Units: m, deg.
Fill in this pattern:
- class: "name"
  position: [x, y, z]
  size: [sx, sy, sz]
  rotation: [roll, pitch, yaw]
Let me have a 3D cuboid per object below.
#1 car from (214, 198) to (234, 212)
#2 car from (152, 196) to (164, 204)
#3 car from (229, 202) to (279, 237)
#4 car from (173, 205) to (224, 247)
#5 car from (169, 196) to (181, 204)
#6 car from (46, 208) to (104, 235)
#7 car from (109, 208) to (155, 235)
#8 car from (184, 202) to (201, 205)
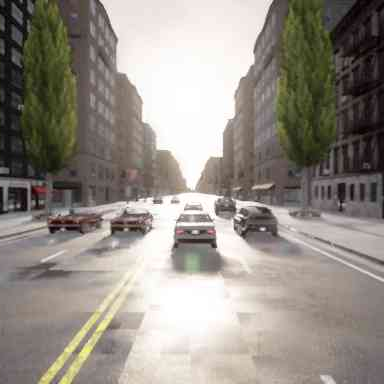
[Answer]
- class: "car"
  position: [3.397, 1.369, 34.913]
  size: [2.097, 1.767, 4.553]
  rotation: [0, 0, 0]
- class: "car"
  position: [-6.414, 1.524, 63.738]
  size: [1.882, 1.535, 5.008]
  rotation: [0, 0, 0]
- class: "car"
  position: [3.372, 1.515, 18.242]
  size: [1.837, 1.490, 4.892]
  rotation: [0, 0, 0]
- class: "car"
  position: [0.113, 1.555, 15.018]
  size: [2.033, 1.411, 5.357]
  rotation: [0, 0, 0]
- class: "car"
  position: [-3.164, 1.573, 63.733]
  size: [1.812, 1.442, 4.674]
  rotation: [0, 0, 0]
- class: "car"
  position: [-6.576, 1.608, 19.185]
  size: [1.895, 1.301, 4.718]
  rotation: [0, 0, 0]
- class: "car"
  position: [-3.326, 1.609, 19.034]
  size: [1.895, 1.301, 4.718]
  rotation: [0, 0, 0]
- class: "car"
  position: [0.138, 1.616, 33.619]
  size: [1.895, 1.301, 4.718]
  rotation: [0, 0, 0]
